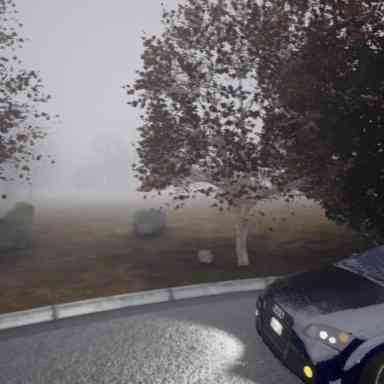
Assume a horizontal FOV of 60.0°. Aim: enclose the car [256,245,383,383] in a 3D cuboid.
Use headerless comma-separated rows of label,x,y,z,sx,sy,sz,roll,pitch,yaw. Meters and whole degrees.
car,2.971,1.383,4.233,4.181,1.385,1.994,-1,3,-9
